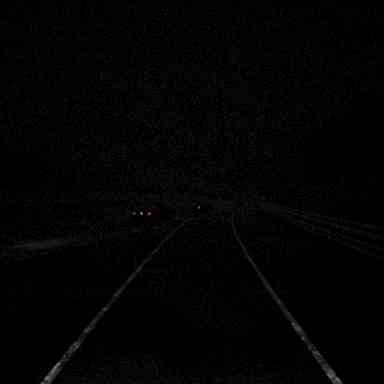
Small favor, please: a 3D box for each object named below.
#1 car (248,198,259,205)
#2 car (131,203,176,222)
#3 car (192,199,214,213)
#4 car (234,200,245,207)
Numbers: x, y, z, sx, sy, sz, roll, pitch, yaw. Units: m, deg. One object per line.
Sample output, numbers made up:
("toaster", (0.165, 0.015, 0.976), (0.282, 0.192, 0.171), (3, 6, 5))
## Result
("car", (16.361, 2.886, 90.164), (1.895, 1.301, 4.718), (0, -1, 17))
("car", (-2.945, 1.605, 26.492), (2.033, 1.411, 5.357), (0, 0, 17))
("car", (1.376, 1.816, 40.714), (1.994, 1.385, 4.181), (0, -1, 17))
("car", (9.785, 2.338, 68.469), (1.837, 1.490, 4.892), (0, -1, 17))
